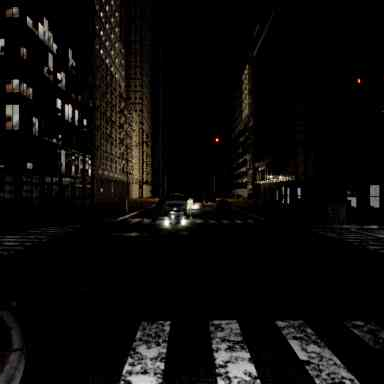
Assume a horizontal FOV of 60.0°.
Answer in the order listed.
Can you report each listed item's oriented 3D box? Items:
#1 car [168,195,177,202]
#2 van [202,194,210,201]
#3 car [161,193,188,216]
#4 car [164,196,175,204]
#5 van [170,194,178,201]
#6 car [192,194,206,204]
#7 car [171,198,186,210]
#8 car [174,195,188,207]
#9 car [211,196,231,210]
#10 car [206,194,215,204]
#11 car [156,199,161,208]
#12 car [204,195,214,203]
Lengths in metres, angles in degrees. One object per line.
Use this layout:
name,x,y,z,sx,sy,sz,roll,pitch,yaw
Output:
car,-4.377,1.426,74.921,1.967,1.590,4.097,0,0,0
van,3.463,1.321,80.506,1.690,1.788,3.998,0,0,0
car,-1.604,1.239,33.749,2.150,2.045,5.566,0,0,0
car,-4.295,1.563,63.866,1.947,1.339,4.313,0,0,0
van,-4.417,1.321,80.448,1.690,1.788,3.998,0,0,0
car,1.128,1.524,62.679,1.812,1.442,4.674,0,0,0
car,-1.675,1.538,43.576,1.812,1.442,4.674,0,0,0
car,-1.739,1.359,53.493,2.097,1.767,4.553,0,0,-1
car,3.797,1.579,41.815,1.947,1.339,4.313,0,0,0
car,3.585,1.313,63.923,2.192,1.841,5.009,0,0,0
car,-4.173,1.592,47.283,1.802,1.307,4.206,0,0,0
car,3.544,1.432,69.452,1.967,1.590,4.097,0,0,0
